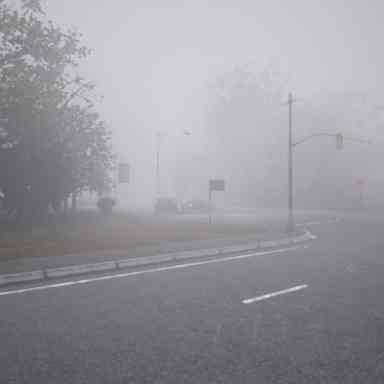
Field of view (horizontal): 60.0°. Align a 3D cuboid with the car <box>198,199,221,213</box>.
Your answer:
[{"bbox_3d":[1.068,1.466,36.128,2.128,1.511,4.902,0,0,-39],"label":"car"}]

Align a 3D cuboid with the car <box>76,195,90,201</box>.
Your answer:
[{"bbox_3d":[-27.182,1.491,82.872,1.812,1.442,4.674,0,0,-39],"label":"car"}]

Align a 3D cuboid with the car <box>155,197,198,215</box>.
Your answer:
[{"bbox_3d":[-1.855,1.332,34.180,2.097,1.767,4.553,0,0,-39],"label":"car"}]

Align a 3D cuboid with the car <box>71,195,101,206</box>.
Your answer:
[{"bbox_3d":[-17.029,1.529,53.316,2.033,1.411,5.357,0,0,-38],"label":"car"}]

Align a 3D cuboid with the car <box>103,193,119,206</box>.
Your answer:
[{"bbox_3d":[-14.151,1.203,55.315,2.150,2.045,5.566,0,0,-38],"label":"car"}]

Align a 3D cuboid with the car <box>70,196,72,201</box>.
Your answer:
[{"bbox_3d":[-29.660,1.446,80.366,1.882,1.535,5.008,0,0,-39],"label":"car"}]
